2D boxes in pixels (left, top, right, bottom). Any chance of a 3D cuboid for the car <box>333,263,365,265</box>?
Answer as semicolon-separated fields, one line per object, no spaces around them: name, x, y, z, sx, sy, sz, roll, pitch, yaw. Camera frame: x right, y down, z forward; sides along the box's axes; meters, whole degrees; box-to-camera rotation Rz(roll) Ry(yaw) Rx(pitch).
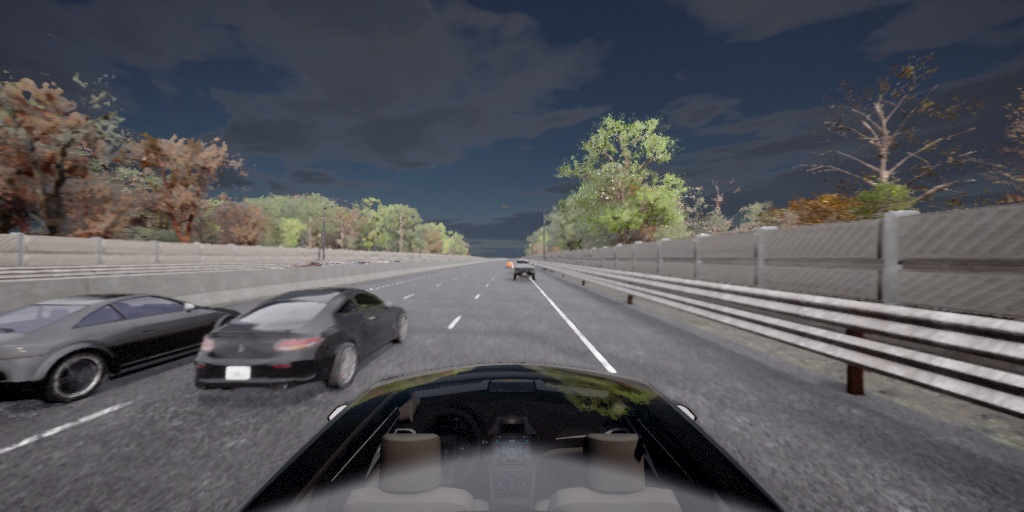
car;-17.579;1.438;40.465;2.033;1.411;5.357;0;0;0

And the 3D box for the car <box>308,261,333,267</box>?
car;-21.070;1.496;41.555;1.895;1.301;4.718;0;0;1

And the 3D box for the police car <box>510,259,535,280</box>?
police car;1.038;1.286;32.336;1.930;1.638;5.238;0;0;0

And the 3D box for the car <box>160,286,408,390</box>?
car;-3.402;1.294;6.757;1.812;1.442;4.674;0;0;0

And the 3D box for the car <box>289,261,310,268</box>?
car;-24.567;1.378;42.924;1.882;1.535;5.008;0;0;0

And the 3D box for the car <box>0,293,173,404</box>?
car;-6.902;1.330;6.347;1.994;1.385;4.181;0;0;0
